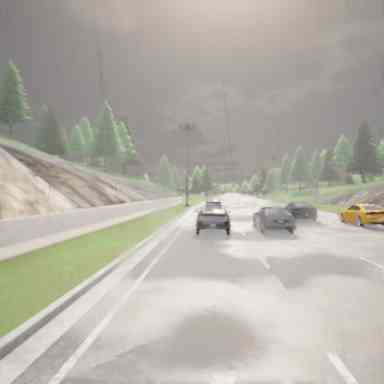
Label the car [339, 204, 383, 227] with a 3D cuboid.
[{"bbox_3d":[11.986,1.561,23.231,1.882,1.535,5.008,0,0,4],"label":"car"}]

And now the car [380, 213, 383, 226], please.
[{"bbox_3d":[7.665,1.581,9.596,1.812,1.442,4.674,0,0,3],"label":"car"}]

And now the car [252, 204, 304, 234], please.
[{"bbox_3d":[4.745,1.577,19.700,2.033,1.411,5.357,0,0,4],"label":"car"}]

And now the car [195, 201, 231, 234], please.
[{"bbox_3d":[1.218,1.496,19.226,2.128,1.511,4.902,0,0,3],"label":"car"}]

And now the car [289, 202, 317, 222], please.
[{"bbox_3d":[8.736,1.535,27.327,1.882,1.535,5.008,0,0,4],"label":"car"}]

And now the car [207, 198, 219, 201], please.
[{"bbox_3d":[2.516,1.498,39.994,2.128,1.511,4.902,0,0,4],"label":"car"}]
